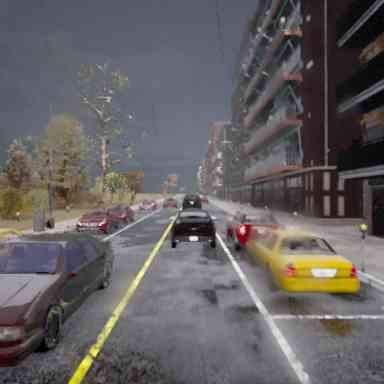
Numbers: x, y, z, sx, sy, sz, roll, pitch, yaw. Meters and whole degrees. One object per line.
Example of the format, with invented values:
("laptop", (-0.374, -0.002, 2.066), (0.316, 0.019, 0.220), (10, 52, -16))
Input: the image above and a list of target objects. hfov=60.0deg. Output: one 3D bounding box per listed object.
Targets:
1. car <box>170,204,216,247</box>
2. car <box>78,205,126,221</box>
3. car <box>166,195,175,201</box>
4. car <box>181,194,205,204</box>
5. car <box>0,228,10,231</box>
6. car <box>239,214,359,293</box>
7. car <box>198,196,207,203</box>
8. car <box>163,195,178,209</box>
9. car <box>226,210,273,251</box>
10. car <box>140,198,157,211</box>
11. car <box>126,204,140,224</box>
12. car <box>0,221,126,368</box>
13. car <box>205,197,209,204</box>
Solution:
("car", (0.057, 1.528, 15.112), (1.837, 1.490, 4.892), (0, 0, 0))
("car", (-5.361, 1.611, 19.422), (1.802, 1.307, 4.206), (1, 0, 0))
("car", (-5.539, 1.570, 85.857), (1.967, 1.590, 4.097), (1, 0, 0))
("car", (-0.004, 1.278, 37.528), (2.150, 2.045, 5.566), (0, 0, 0))
("car", (-5.329, 1.537, 8.179), (1.752, 1.417, 4.829), (1, 0, 0))
("car", (2.549, 1.539, 8.761), (1.752, 1.417, 4.829), (1, 0, 0))
("car", (2.369, 1.665, 75.129), (2.008, 1.369, 4.403), (1, 0, 0))
("car", (-2.965, 1.547, 46.538), (1.882, 1.535, 5.008), (0, 0, 0))
("car", (2.536, 1.462, 14.136), (1.967, 1.590, 4.097), (1, 0, 0))
("car", (-5.419, 1.502, 41.567), (1.967, 1.590, 4.097), (1, 0, 0))
("car", (-5.376, 1.619, 24.958), (1.802, 1.307, 4.206), (1, 0, 0))
("car", (-2.867, 1.557, 6.399), (2.033, 1.411, 5.357), (0, 0, 0))
("car", (2.399, 1.679, 64.039), (1.802, 1.307, 4.206), (1, 0, 0))
